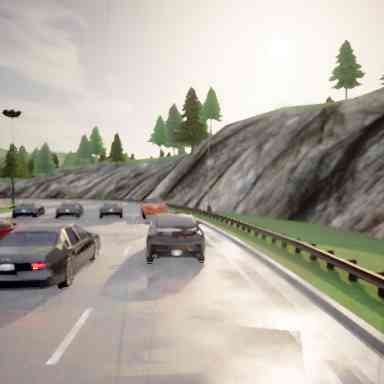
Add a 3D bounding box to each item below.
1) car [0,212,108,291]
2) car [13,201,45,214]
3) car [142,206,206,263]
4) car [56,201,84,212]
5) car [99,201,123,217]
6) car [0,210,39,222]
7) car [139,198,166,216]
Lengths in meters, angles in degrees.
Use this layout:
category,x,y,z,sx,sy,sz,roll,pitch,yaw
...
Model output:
category,x,y,z,sx,sy,sz,roll,pitch,yaw
car,-3.864,1.530,9.088,2.033,1.411,5.357,0,0,-5
car,-14.301,1.515,29.313,1.994,1.385,4.181,0,0,-14
car,-0.637,1.464,11.840,1.837,1.490,4.892,0,0,-5
car,-10.700,1.500,29.305,1.994,1.385,4.181,0,0,-13
car,-7.204,1.484,29.726,1.994,1.385,4.181,0,0,-13
car,-7.714,1.586,12.578,1.895,1.301,4.718,0,0,-6
car,-3.417,1.260,28.849,2.097,1.767,4.553,0,0,-13
